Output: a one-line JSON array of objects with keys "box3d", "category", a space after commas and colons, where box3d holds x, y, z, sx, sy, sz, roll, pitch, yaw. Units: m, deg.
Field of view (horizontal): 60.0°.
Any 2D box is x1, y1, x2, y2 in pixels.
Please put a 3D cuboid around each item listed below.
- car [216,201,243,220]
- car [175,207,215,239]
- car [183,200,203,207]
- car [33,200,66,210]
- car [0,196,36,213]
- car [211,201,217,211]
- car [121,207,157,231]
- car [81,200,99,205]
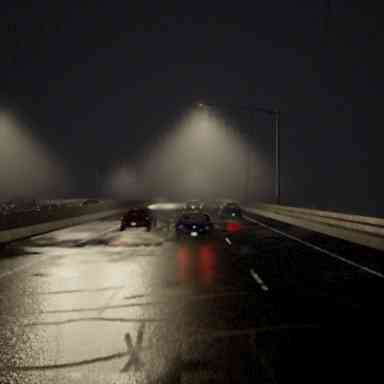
[{"box3d": [3.592, 1.746, 31.186, 1.837, 1.490, 4.892, 0, -1, 0], "category": "car"}, {"box3d": [0.108, 1.743, 18.224, 1.895, 1.301, 4.718, 0, 0, 0], "category": "car"}, {"box3d": [0.118, 1.631, 36.012, 2.097, 1.767, 4.553, 0, 0, 0], "category": "car"}, {"box3d": [-17.567, 1.921, 41.652, 1.895, 1.301, 4.718, 0, 0, 0], "category": "car"}, {"box3d": [-21.064, 1.537, 40.812, 2.150, 2.045, 5.566, 0, -1, 0], "category": "car"}, {"box3d": [3.555, 1.886, 43.800, 2.033, 1.411, 5.357, 0, 0, 1], "category": "car"}, {"box3d": [-3.390, 1.694, 21.613, 1.812, 1.442, 4.674, 0, 0, 0], "category": "car"}, {"box3d": [-14.056, 1.861, 46.127, 1.837, 1.490, 4.892, 0, -1, 0], "category": "car"}]
